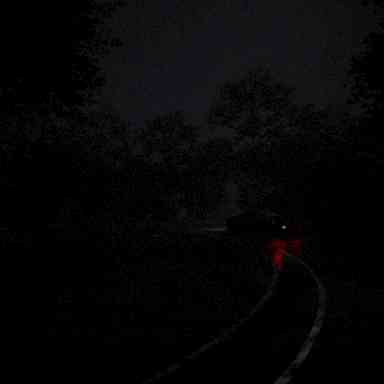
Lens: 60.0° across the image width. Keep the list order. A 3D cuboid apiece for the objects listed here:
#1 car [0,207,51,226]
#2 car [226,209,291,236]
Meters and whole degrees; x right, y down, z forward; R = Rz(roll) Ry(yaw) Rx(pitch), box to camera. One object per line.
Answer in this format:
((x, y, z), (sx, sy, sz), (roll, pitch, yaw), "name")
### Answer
((-14.378, 2.024, 27.545), (5.008, 1.535, 1.882), (0, -2, -14), "car")
((3.955, 1.781, 20.324), (1.812, 1.442, 4.674), (0, -1, -28), "car")
